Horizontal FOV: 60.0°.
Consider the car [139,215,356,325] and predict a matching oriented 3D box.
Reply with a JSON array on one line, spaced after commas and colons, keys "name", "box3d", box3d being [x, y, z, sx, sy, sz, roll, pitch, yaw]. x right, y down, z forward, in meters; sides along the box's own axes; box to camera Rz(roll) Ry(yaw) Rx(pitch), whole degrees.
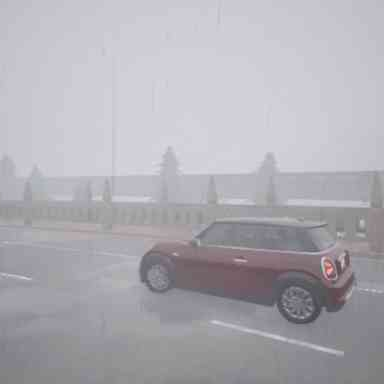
[{"name": "car", "box3d": [0.988, 1.325, 7.270, 4.553, 1.767, 2.097, 0, 0, 34]}]
